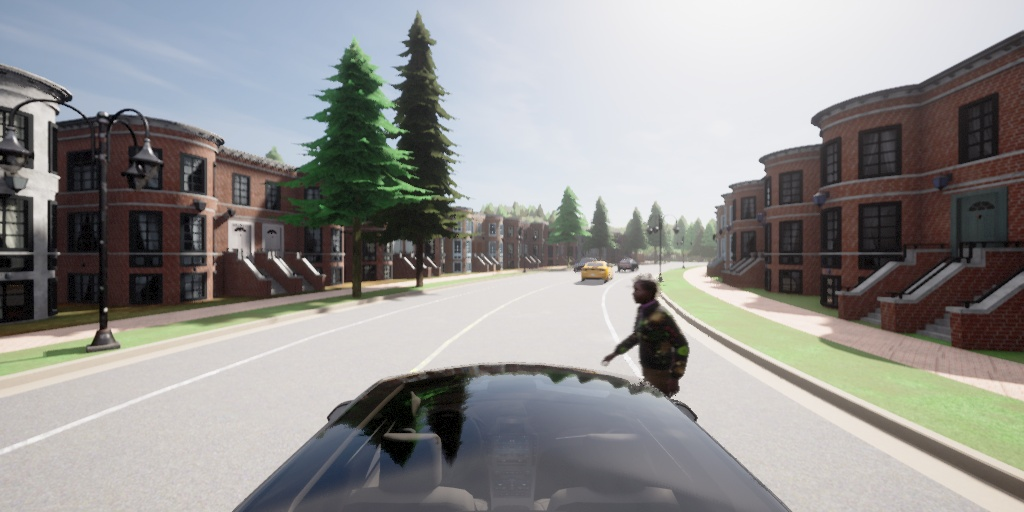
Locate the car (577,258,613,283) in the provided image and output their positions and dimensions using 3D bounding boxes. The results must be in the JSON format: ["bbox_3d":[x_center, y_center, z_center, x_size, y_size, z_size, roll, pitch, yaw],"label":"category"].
[{"bbox_3d":[6.628,1.168,27.619,1.882,1.535,5.008,0,0,22],"label":"car"}]

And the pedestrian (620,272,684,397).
[{"bbox_3d":[1.205,1.041,3.132,0.375,1.860,0.375,0,0,3],"label":"pedestrian"}]

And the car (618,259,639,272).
[{"bbox_3d":[14.103,1.144,43.329,2.128,1.511,4.902,0,0,29],"label":"car"}]

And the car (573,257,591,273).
[{"bbox_3d":[8.516,1.013,40.626,2.097,1.767,4.553,0,0,28],"label":"car"}]
